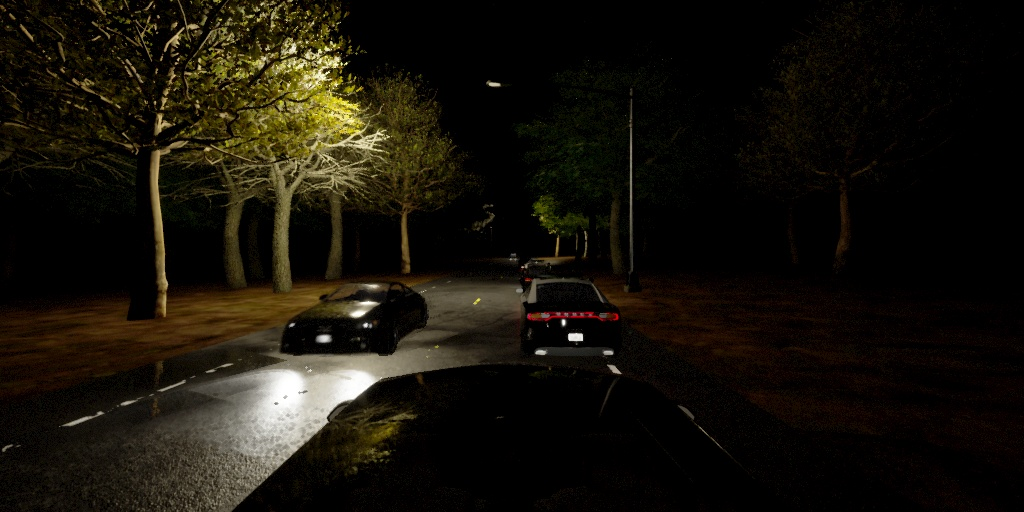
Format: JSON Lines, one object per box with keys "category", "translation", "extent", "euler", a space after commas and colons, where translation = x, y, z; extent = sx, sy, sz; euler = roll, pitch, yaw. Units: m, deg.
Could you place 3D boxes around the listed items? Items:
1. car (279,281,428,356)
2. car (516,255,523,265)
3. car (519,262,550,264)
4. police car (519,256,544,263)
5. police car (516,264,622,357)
{"category": "car", "translation": [-3.378, 1.307, 8.492], "extent": [1.994, 1.385, 4.181], "euler": [0, 0, 1]}
{"category": "car", "translation": [1.819, 0.838, 50.133], "extent": [1.837, 1.490, 4.892], "euler": [0, 1, 2]}
{"category": "car", "translation": [1.405, 1.216, 18.488], "extent": [1.812, 1.442, 4.674], "euler": [0, 0, 2]}
{"category": "police car", "translation": [1.666, 1.059, 24.574], "extent": [1.930, 1.638, 5.238], "euler": [0, 1, 3]}
{"category": "police car", "translation": [1.126, 1.166, 8.660], "extent": [1.930, 1.638, 5.238], "euler": [0, 0, 1]}
